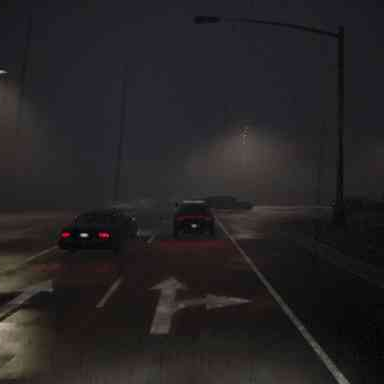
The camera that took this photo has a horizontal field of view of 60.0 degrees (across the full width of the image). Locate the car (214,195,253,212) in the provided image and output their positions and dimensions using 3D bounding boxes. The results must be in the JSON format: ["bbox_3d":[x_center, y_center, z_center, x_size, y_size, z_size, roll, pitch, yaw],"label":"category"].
[{"bbox_3d":[3.172,1.089,30.720,4.892,1.490,1.837,0,-2,-6],"label":"car"}]

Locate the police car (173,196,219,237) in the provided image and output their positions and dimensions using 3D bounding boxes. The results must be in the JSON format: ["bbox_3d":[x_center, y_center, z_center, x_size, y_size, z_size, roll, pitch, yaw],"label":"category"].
[{"bbox_3d":[0.090,1.206,16.742,1.930,1.638,5.238,0,1,0],"label":"police car"}]

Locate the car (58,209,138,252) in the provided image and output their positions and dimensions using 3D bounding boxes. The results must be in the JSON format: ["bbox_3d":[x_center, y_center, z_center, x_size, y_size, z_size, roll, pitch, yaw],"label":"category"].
[{"bbox_3d":[-3.409,1.380,13.009,2.033,1.411,5.357,0,1,0],"label":"car"}]

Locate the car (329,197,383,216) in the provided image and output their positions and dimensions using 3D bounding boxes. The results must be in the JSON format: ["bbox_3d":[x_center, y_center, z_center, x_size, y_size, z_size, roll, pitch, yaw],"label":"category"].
[{"bbox_3d":[13.833,1.123,27.262,4.902,1.511,2.128,0,1,2],"label":"car"}]
